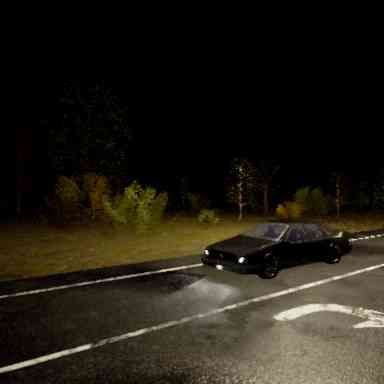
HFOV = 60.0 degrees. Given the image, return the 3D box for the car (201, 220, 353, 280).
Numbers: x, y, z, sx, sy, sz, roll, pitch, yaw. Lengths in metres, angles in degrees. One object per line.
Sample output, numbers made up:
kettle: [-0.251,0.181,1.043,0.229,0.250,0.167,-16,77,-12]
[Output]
car: [2.878,1.601,10.353,5.357,1.411,2.033,0,0,-36]
